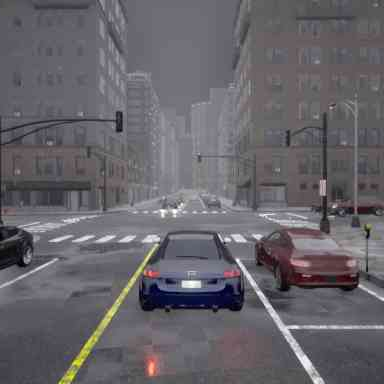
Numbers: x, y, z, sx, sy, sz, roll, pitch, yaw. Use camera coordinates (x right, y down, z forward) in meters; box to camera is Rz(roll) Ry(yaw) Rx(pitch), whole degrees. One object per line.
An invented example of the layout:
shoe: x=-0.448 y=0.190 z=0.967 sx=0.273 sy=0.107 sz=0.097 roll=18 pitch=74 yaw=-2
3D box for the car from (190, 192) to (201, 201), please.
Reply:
car: x=0.525 y=1.318 z=74.319 sx=1.812 sy=1.442 sz=4.674 roll=0 pitch=0 yaw=0

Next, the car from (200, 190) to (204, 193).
car: x=3.734 y=0.937 z=86.058 sx=2.150 sy=2.045 sz=5.566 roll=0 pitch=0 yaw=0

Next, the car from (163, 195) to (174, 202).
car: x=-5.241 y=1.357 z=73.722 sx=2.008 sy=1.369 sz=4.403 roll=0 pitch=0 yaw=0

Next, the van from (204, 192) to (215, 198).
van: x=3.088 y=1.249 z=51.431 sx=1.690 sy=1.788 sz=3.998 roll=0 pitch=0 yaw=0

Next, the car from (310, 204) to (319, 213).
car: x=13.662 y=1.355 z=31.168 sx=4.718 sy=1.301 sz=1.895 roll=-1 pitch=0 yaw=0

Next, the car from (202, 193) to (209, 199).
car: x=3.828 y=1.143 z=93.029 sx=1.882 sy=1.535 sz=5.008 roll=0 pitch=0 yaw=0

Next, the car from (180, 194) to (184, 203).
car: x=-2.746 y=1.427 z=53.760 sx=1.812 sy=1.442 sz=4.674 roll=0 pitch=0 yaw=0

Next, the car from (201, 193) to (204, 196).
car: x=3.236 y=1.424 z=68.089 sx=1.802 sy=1.307 sz=4.206 roll=0 pitch=0 yaw=0

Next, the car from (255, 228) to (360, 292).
car: x=2.760 y=1.580 z=8.671 sx=1.802 sy=1.307 sz=4.206 roll=0 pitch=0 yaw=0

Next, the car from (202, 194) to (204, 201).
car: x=3.136 y=1.436 z=56.983 sx=1.887 sy=1.381 sz=4.507 roll=0 pitch=0 yaw=0

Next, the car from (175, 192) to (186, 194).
car: x=-2.612 y=1.354 z=64.150 sx=2.128 sy=1.511 sz=4.902 roll=0 pitch=0 yaw=1

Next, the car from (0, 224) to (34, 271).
car: x=-5.765 y=1.564 z=8.674 sx=1.947 sy=1.339 sz=4.313 roll=0 pitch=0 yaw=0

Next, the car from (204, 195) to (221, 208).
car: x=3.040 y=1.507 z=45.880 sx=1.802 sy=1.307 sz=4.206 roll=0 pitch=0 yaw=0

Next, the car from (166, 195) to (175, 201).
car: x=-5.193 y=1.348 z=79.274 sx=1.802 sy=1.307 sz=4.206 roll=0 pitch=0 yaw=0

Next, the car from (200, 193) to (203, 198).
car: x=3.284 y=1.388 z=73.645 sx=1.802 sy=1.307 sz=4.206 roll=0 pitch=0 yaw=0

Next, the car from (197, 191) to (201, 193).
car: x=0.612 y=1.086 z=84.320 sx=2.128 sy=1.511 sz=4.902 roll=0 pitch=0 yaw=0

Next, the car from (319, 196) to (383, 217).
car: x=13.553 y=1.124 z=27.918 sx=4.553 sy=1.767 sz=2.097 roll=-1 pitch=0 yaw=0

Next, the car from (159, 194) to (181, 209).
car: x=-2.832 y=1.436 z=43.856 sx=1.837 sy=1.490 sz=4.892 roll=0 pitch=0 yaw=2

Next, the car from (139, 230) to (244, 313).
car: x=0.003 y=1.562 z=7.750 sx=1.994 sy=1.385 sz=4.181 roll=0 pitch=0 yaw=0
